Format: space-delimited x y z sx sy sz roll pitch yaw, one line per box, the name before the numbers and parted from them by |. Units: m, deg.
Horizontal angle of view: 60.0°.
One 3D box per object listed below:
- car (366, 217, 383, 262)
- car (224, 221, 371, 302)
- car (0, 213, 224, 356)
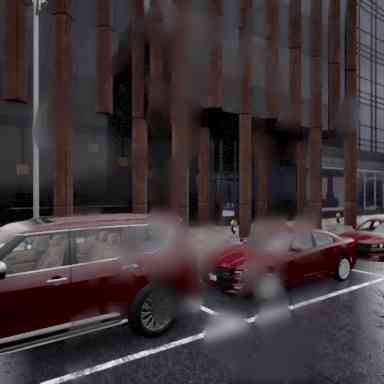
car | 6.723 1.545 11.416 4.507 1.381 1.887 0 0 -35
car | 2.274 1.544 8.255 4.507 1.381 1.887 0 0 -35
car | -2.174 1.315 5.094 5.009 1.841 2.192 0 0 -35
